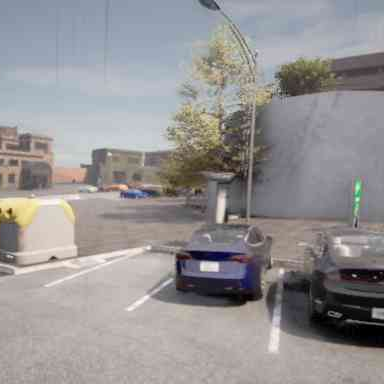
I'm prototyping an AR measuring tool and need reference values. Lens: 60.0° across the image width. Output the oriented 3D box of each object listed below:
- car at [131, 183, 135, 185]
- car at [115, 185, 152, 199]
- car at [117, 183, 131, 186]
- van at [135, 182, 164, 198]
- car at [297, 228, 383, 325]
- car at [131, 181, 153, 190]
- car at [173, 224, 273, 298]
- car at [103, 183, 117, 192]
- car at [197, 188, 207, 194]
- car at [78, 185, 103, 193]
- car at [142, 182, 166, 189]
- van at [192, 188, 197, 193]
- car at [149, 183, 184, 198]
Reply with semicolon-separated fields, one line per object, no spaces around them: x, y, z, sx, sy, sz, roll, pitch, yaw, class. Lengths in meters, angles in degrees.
-13.290;-1.109;70.418;4.792;1.488;2.163;1;5;34;car
-9.229;0.281;52.435;5.008;1.535;2.097;3;6;36;car
-15.637;-1.079;68.655;4.553;1.767;2.185;1;5;34;car
-6.644;-0.120;54.005;4.442;1.987;1.878;3;6;36;van
3.389;1.499;7.025;2.231;1.521;4.892;-1;-1;16;car
-10.852;-1.446;72.087;4.553;1.767;2.185;1;5;34;car
1.017;1.563;8.804;2.163;1.488;4.792;-1;-1;17;car
-18.022;-0.741;66.953;4.792;1.488;2.163;1;5;34;car
0.708;-0.572;59.090;4.553;1.767;2.185;3;6;36;car
-20.439;-0.548;65.250;4.674;1.452;2.002;1;5;34;car
-8.482;-1.505;73.837;5.008;1.535;2.097;1;5;34;car
-1.858;-0.493;57.461;4.442;1.987;1.878;3;7;36;van
-4.277;-0.333;55.745;5.566;2.045;2.435;3;7;36;car
